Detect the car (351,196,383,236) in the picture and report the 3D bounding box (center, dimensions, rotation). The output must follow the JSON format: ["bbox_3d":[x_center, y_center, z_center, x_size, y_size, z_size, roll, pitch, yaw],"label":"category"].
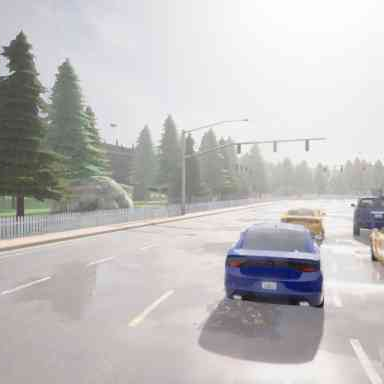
[{"bbox_3d":[9.997,1.221,18.153,2.150,2.045,5.566,0,0,26],"label":"car"}]

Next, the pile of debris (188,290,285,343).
[{"bbox_3d":[0.911,2.175,6.049,1.500,0.140,1.860,0,0,16],"label":"pile of debris"}]

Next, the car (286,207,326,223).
[{"bbox_3d":[5.721,1.478,17.008,1.882,1.535,5.008,0,0,24],"label":"car"}]

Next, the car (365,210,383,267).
[{"bbox_3d":[6.150,1.478,9.041,1.882,1.535,5.008,0,0,21],"label":"car"}]

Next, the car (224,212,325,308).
[{"bbox_3d":[2.111,1.478,8.138,1.882,1.535,5.008,0,0,18],"label":"car"}]
